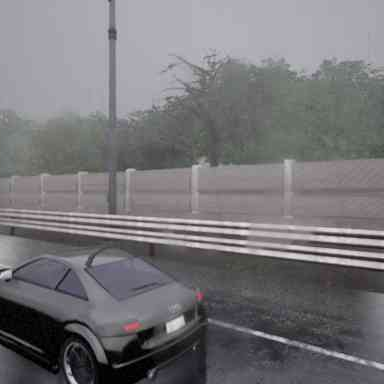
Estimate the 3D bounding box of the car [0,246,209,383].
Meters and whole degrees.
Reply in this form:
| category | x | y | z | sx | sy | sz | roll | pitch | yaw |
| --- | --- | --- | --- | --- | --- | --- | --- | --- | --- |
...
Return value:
| category | x | y | z | sx | sy | sz | roll | pitch | yaw |
| --- | --- | --- | --- | --- | --- | --- | --- | --- | --- |
| car | -1.824 | 1.568 | 5.186 | 4.181 | 1.385 | 1.994 | 0 | 0 | 36 |
